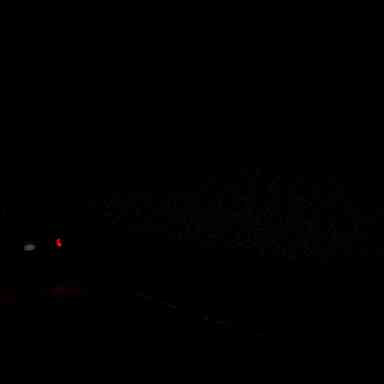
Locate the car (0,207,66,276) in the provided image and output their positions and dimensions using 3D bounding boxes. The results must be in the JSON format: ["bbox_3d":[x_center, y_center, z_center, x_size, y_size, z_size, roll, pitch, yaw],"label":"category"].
[{"bbox_3d":[-5.676,1.520,10.405,2.097,1.767,4.553,1,-1,-41],"label":"car"}]

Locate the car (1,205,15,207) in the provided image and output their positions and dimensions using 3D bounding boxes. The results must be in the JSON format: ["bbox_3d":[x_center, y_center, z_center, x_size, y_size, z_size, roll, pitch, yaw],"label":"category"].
[{"bbox_3d":[-20.843,2.169,37.717,1.994,1.385,4.181,0,-1,-19],"label":"car"}]
